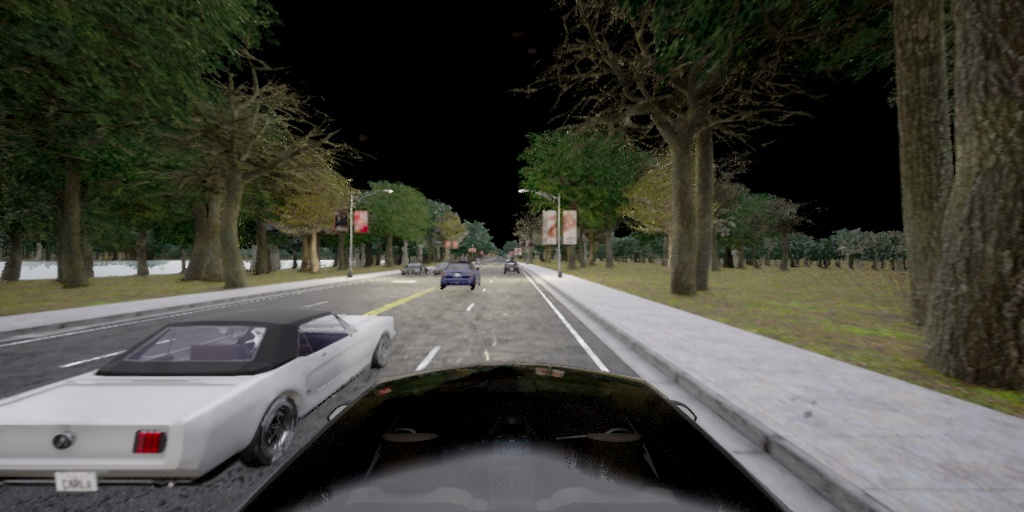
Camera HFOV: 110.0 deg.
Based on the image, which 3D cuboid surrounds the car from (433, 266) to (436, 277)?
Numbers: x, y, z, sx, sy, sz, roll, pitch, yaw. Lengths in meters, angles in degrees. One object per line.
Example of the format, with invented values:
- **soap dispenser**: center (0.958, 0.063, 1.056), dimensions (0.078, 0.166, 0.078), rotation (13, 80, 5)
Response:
- **car**: center (-6.684, 1.319, 36.148), dimensions (1.837, 1.490, 4.892), rotation (0, 0, 0)

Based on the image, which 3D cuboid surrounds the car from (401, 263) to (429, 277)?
- **car**: center (-9.938, 1.383, 36.942), dimensions (1.994, 1.385, 4.181), rotation (0, 0, 0)

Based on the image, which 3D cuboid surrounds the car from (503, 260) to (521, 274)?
- **car**: center (-0.042, 1.370, 43.815), dimensions (1.812, 1.442, 4.674), rotation (0, 0, 0)

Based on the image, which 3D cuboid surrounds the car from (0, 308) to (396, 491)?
- **car**: center (-3.152, 1.352, 4.821), dimensions (1.895, 1.301, 4.718), rotation (0, 0, 0)

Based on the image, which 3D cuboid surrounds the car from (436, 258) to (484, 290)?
- **car**: center (-3.182, 1.130, 22.957), dimensions (2.097, 1.767, 4.553), rotation (0, 0, 0)
